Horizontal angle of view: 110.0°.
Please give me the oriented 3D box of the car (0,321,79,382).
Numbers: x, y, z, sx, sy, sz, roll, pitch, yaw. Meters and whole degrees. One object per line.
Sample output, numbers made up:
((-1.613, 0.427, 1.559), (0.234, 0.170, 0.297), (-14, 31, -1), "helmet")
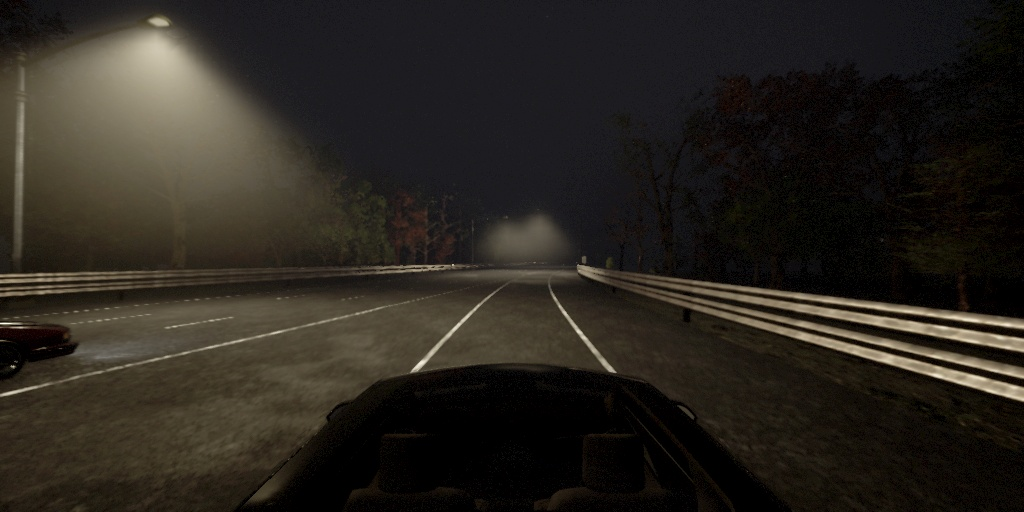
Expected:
((-9.234, 1.269, 4.130), (2.033, 1.411, 5.357), (0, -1, 11), "car")
